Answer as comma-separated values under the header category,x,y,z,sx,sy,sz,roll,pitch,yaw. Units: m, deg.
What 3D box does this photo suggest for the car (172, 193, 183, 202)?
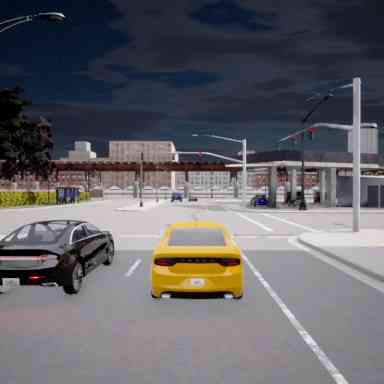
category,x,y,z,sx,sy,sz,roll,pitch,yaw
car,-3.243,1.124,72.652,2.150,2.045,5.566,0,0,0

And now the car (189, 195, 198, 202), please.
category,x,y,z,sx,sy,sz,roll,pitch,yaw
car,0.254,1.446,73.449,1.994,1.385,4.181,0,0,0

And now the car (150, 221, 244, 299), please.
category,x,y,z,sx,sy,sz,roll,pitch,yaw
car,0.111,1.468,8.481,1.882,1.535,5.008,0,0,0

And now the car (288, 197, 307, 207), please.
category,x,y,z,sx,sy,sz,roll,pitch,yaw
car,15.627,1.426,49.483,1.970,1.475,3.806,0,0,1

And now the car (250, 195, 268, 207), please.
category,x,y,z,sx,sy,sz,roll,pitch,yaw
car,9.880,1.254,48.740,2.242,1.667,4.611,0,0,1

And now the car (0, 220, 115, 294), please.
category,x,y,z,sx,sy,sz,roll,pitch,yaw
car,-3.387,1.474,8.702,2.128,1.511,4.902,0,0,0
